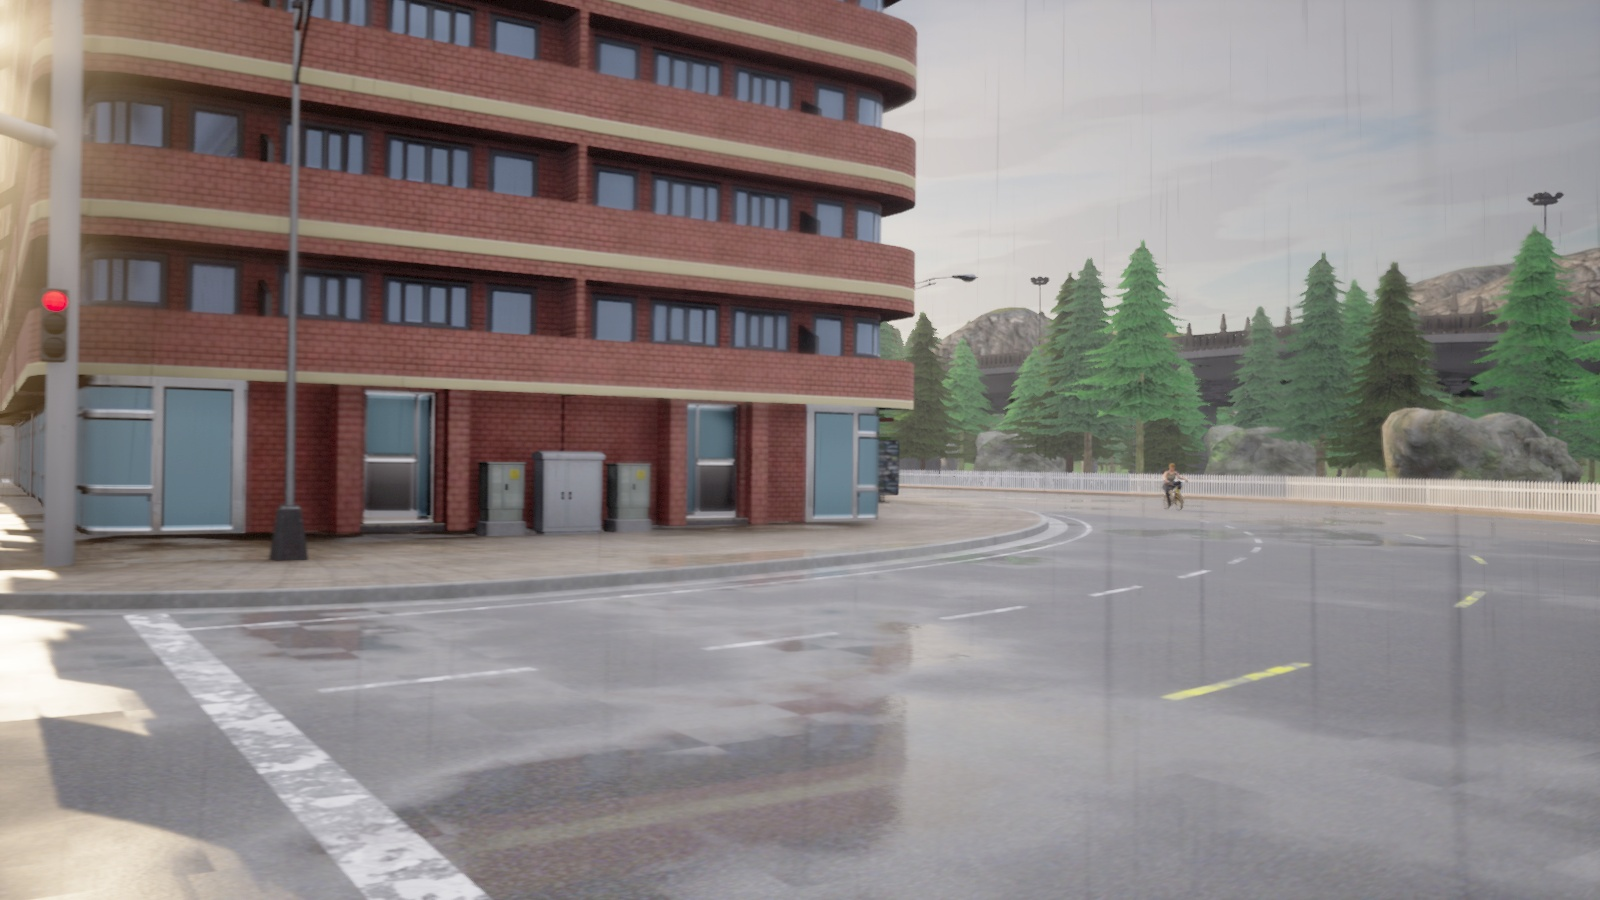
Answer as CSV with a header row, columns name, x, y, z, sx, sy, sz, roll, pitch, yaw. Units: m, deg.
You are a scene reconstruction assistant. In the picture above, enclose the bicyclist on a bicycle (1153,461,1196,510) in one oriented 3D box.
name,x,y,z,sx,sy,sz,roll,pitch,yaw
bicyclist on a bicycle,12.536,1.180,42.071,0.866,1.612,1.509,0,0,-7
